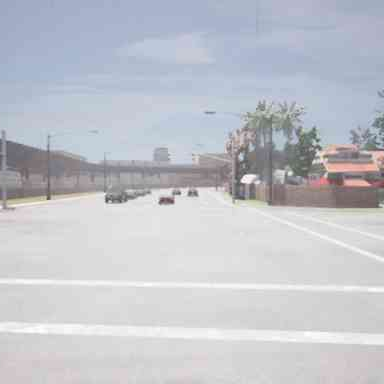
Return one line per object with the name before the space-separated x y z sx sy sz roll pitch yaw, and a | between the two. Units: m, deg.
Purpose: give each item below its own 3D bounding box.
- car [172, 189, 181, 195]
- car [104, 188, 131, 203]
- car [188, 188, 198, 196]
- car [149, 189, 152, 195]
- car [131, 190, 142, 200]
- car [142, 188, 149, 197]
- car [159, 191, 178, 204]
car | -3.421 0.005 73.030 1.994 1.385 4.181 0 2 0
car | -10.510 0.449 46.401 2.150 2.045 5.566 0 1 1
car | 0.166 -0.048 68.554 2.097 1.767 4.553 0 2 0
car | -10.426 -0.146 76.569 1.812 1.442 4.674 0 2 0
car | -10.446 0.516 56.526 2.033 1.411 5.357 0 2 0
car | -10.436 0.240 66.241 1.994 1.385 4.181 0 2 0
car | -3.355 0.860 45.059 1.895 1.301 4.718 0 1 0
